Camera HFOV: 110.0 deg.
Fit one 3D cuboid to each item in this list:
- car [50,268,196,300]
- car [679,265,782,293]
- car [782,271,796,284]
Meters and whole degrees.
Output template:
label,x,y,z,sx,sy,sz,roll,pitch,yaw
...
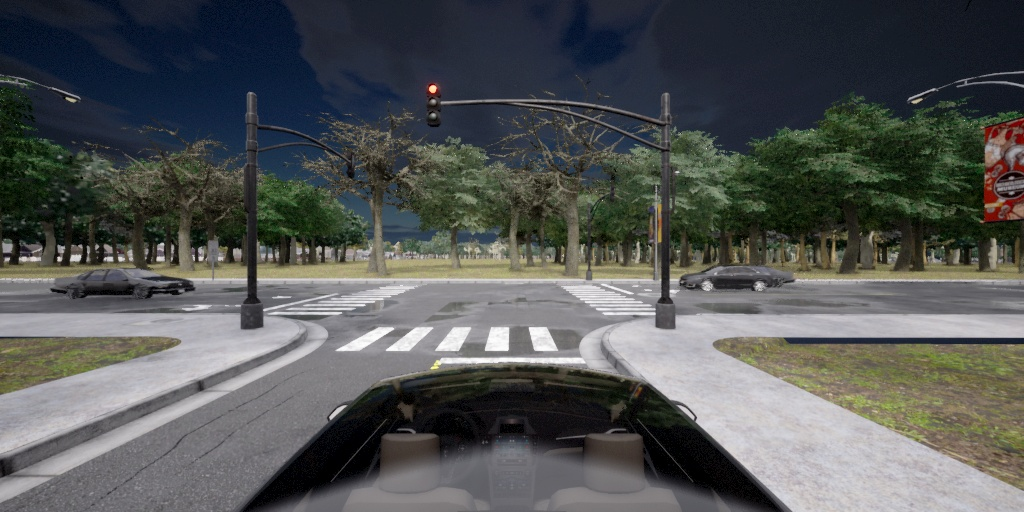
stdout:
label,x,y,z,sx,sy,sz,roll,pitch,yaw
car,-18.437,1.278,17.107,5.357,1.411,2.033,0,0,0
car,12.203,1.268,20.587,4.892,1.490,1.837,0,0,0
car,15.662,1.311,23.842,5.357,1.411,2.033,0,0,0
